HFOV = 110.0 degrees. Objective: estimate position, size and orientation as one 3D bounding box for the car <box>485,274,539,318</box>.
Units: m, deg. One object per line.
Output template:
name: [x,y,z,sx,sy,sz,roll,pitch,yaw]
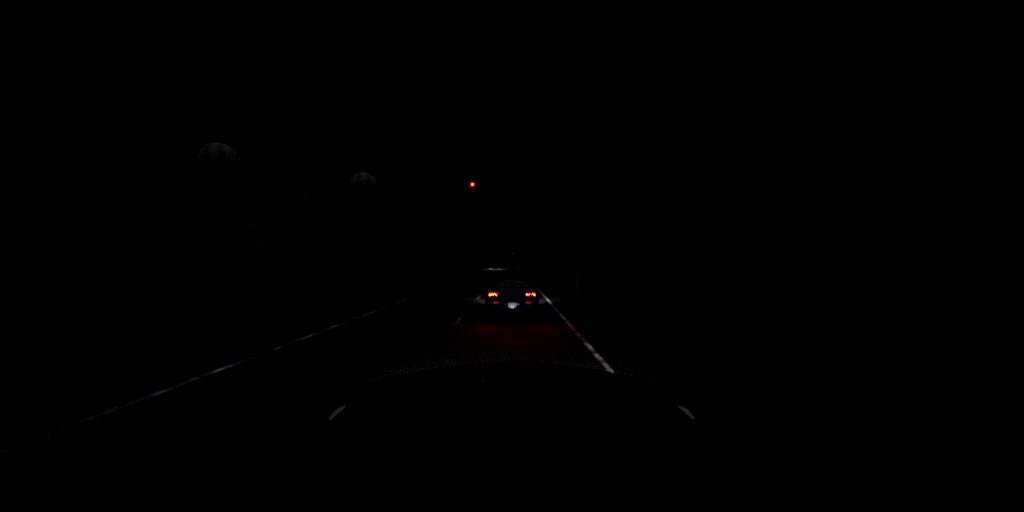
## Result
car: [0.005,1.392,13.522,1.812,1.442,4.674,0,-1,0]
